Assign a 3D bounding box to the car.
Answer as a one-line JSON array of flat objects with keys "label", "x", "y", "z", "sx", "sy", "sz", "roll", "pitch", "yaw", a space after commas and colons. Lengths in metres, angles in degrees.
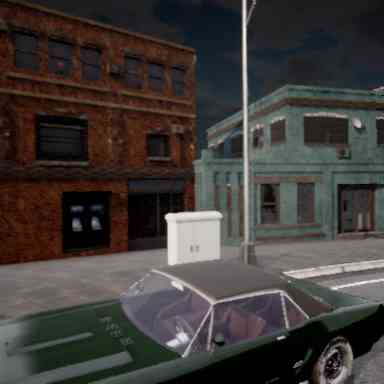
[{"label": "car", "x": -0.044, "y": 1.566, "z": 3.697, "sx": 4.718, "sy": 1.301, "sz": 1.895, "roll": 0, "pitch": 1, "yaw": -31}]
